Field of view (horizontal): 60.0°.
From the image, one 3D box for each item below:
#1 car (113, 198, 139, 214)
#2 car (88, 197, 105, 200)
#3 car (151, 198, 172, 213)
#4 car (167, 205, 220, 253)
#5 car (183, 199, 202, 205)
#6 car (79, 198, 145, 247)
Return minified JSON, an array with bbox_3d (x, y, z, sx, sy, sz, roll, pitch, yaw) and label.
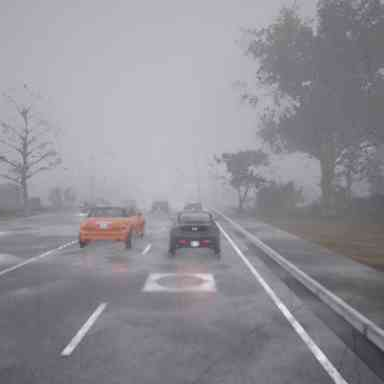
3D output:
[{"bbox_3d":[-7.010,1.450,36.023,1.837,1.490,4.892,0,0,0],"label":"car"},{"bbox_3d":[-10.508,1.293,36.189,2.097,1.767,4.553,0,0,0],"label":"car"},{"bbox_3d":[-3.396,1.445,36.670,1.837,1.490,4.892,0,0,0],"label":"car"},{"bbox_3d":[0.101,1.483,13.596,1.837,1.490,4.892,0,0,0],"label":"car"},{"bbox_3d":[0.089,1.469,34.501,1.812,1.442,4.674,0,0,0],"label":"car"},{"bbox_3d":[-3.398,1.328,14.926,2.097,1.767,4.553,0,0,0],"label":"car"}]
